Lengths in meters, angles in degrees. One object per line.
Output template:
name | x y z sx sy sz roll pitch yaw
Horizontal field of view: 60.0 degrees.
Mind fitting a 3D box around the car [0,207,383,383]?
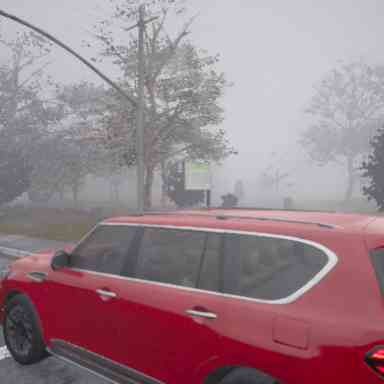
car | -0.178 1.216 4.117 5.566 2.045 2.150 0 0 35
